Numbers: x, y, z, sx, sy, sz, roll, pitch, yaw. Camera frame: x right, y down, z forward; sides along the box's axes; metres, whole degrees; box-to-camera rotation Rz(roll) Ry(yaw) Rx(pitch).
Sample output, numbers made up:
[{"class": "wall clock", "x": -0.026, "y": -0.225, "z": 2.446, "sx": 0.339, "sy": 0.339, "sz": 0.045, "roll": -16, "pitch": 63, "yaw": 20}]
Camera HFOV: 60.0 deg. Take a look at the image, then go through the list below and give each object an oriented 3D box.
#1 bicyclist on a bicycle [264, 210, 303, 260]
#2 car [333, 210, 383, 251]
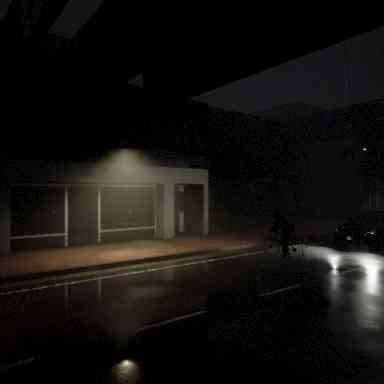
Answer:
[{"class": "bicyclist on a bicycle", "x": 3.046, "y": 1.455, "z": 11.263, "sx": 0.582, "sy": 1.620, "sz": 1.656, "roll": 0, "pitch": -2, "yaw": -37}, {"class": "car", "x": 7.991, "y": 1.526, "z": 14.357, "sx": 4.674, "sy": 1.442, "sz": 1.812, "roll": 0, "pitch": 0, "yaw": -37}]
